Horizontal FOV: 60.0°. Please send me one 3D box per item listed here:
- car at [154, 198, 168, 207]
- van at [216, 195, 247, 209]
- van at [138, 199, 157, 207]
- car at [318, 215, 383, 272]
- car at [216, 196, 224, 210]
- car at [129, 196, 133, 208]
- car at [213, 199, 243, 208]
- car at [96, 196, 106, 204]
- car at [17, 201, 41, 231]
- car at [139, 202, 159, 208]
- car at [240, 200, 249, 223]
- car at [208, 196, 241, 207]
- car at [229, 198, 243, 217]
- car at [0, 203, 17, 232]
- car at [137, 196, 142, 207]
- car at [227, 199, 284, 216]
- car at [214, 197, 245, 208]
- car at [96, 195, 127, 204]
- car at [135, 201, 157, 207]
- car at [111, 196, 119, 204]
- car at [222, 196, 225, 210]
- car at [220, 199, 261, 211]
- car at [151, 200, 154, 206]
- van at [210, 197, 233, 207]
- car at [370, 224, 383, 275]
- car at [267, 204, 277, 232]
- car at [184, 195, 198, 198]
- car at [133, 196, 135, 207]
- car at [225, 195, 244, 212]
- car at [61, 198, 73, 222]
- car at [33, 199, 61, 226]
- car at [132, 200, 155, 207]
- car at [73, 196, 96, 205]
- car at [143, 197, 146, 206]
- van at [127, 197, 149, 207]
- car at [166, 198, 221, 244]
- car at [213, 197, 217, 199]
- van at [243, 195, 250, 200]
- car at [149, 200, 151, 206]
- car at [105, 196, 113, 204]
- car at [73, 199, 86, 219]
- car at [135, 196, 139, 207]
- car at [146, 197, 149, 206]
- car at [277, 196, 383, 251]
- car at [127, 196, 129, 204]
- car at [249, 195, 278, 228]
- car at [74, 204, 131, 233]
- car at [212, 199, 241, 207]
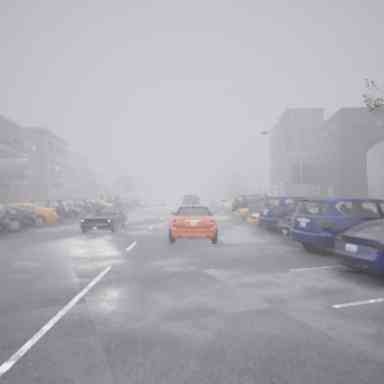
[{"bbox_3d":[-5.249,1.902,61.882,2.097,1.767,4.553,0,-2,1],"label":"car"},{"bbox_3d":[6.067,1.555,51.347,4.442,1.987,1.878,1,-1,-20],"label":"van"},{"bbox_3d":[-11.601,2.974,86.231,4.442,1.987,1.878,1,-4,-19],"label":"van"},{"bbox_3d":[6.350,1.532,9.442,4.792,1.488,2.163,1,0,-20],"label":"car"},{"bbox_3d":[6.026,1.592,39.355,5.366,1.575,1.946,1,-1,-20],"label":"car"},{"bbox_3d":[-11.632,1.725,48.195,4.892,1.521,2.231,-1,-1,-20],"label":"car"},{"bbox_3d":[6.170,1.954,57.372,4.674,1.452,2.002,1,-2,-20],"label":"car"},{"bbox_3d":[-11.581,1.534,33.528,5.008,1.535,2.097,-1,0,-20],"label":"car"},{"bbox_3d":[-11.470,1.488,18.852,4.892,1.521,2.231,-1,0,-20],"label":"car"},{"bbox_3d":[-11.451,3.431,89.167,4.892,1.521,2.231,1,-4,-19],"label":"car"},{"bbox_3d":[6.137,1.500,21.393,5.366,1.575,1.946,1,0,-20],"label":"car"},{"bbox_3d":[6.168,1.818,63.346,5.566,2.045,2.435,1,-1,-20],"label":"car"},{"bbox_3d":[6.089,1.509,27.386,5.366,1.575,1.946,1,0,-20],"label":"car"},{"bbox_3d":[-11.444,1.486,15.920,4.892,1.521,2.231,-1,0,-21],"label":"car"},{"bbox_3d":[-11.645,1.908,56.994,5.008,1.535,2.097,0,-2,-20],"label":"car"},{"bbox_3d":[6.402,1.544,33.499,5.366,1.575,1.946,1,-1,-20],"label":"car"},{"bbox_3d":[6.143,1.721,54.376,4.553,1.767,2.185,1,-2,-20],"label":"car"},{"bbox_3d":[-11.655,1.380,42.315,5.566,2.045,2.435,-1,-1,-20],"label":"car"},{"bbox_3d":[-11.522,2.992,83.338,4.892,1.521,2.231,0,-4,-20],"label":"car"},{"bbox_3d":[-11.788,1.590,39.331,5.366,1.575,1.946,-1,0,-20],"label":"car"},{"bbox_3d":[6.384,1.569,36.491,5.366,1.575,1.946,1,-1,-20],"label":"car"},{"bbox_3d":[6.161,1.666,42.396,4.792,1.488,2.163,1,-1,-20],"label":"car"},{"bbox_3d":[-11.586,2.480,74.577,5.008,1.535,2.097,0,-3,-20],"label":"car"},{"bbox_3d":[6.097,2.025,69.306,4.442,1.987,1.878,1,-2,-20],"label":"van"},{"bbox_3d":[6.309,1.502,6.421,4.892,1.521,2.231,1,0,-19],"label":"car"},{"bbox_3d":[6.343,1.505,15.460,4.892,1.521,2.231,1,0,-20],"label":"car"},{"bbox_3d":[-0.090,1.353,41.381,2.150,2.045,5.566,0,-1,0],"label":"car"},{"bbox_3d":[-11.611,1.653,51.136,4.553,1.767,2.185,0,-1,-20],"label":"car"},{"bbox_3d":[6.271,1.275,30.456,5.566,2.045,2.435,1,-1,-20],"label":"car"},{"bbox_3d":[-11.501,1.367,24.732,4.553,1.767,2.185,-1,0,-20],"label":"car"},{"bbox_3d":[-11.499,1.488,21.790,5.008,1.535,2.097,-1,0,-20],"label":"car"},{"bbox_3d":[-11.712,2.796,80.352,5.366,1.575,1.946,0,-4,-20],"label":"car"},{"bbox_3d":[-11.542,1.389,30.598,4.553,1.767,2.185,-1,0,-20],"label":"car"},{"bbox_3d":[-11.632,2.102,62.861,4.674,1.452,2.002,0,-2,-20],"label":"car"},{"bbox_3d":[-11.708,2.125,71.619,4.442,1.987,1.878,0,-2,-20],"label":"van"},{"bbox_3d":[0.049,1.359,16.093,2.097,1.767,4.553,0,0,0],"label":"car"},{"bbox_3d":[6.003,1.723,48.327,5.366,1.575,1.946,1,-1,-20],"label":"car"},{"bbox_3d":[6.397,1.284,24.499,4.442,1.987,1.878,1,0,-20],"label":"van"},{"bbox_3d":[-11.581,2.269,68.731,4.792,1.488,2.163,0,-2,-20],"label":"car"},{"bbox_3d":[-11.608,1.562,36.459,5.008,1.535,2.097,-1,-1,-20],"label":"car"},{"bbox_3d":[-11.555,1.541,27.664,4.674,1.452,2.002,-1,0,-20],"label":"car"},{"bbox_3d":[-11.614,1.871,54.076,4.792,1.488,2.163,0,-2,-20],"label":"car"},{"bbox_3d":[-11.624,2.187,65.798,4.674,1.452,2.002,0,-2,-20],"label":"car"},{"bbox_3d":[6.371,1.252,12.457,5.566,2.045,2.435,1,0,-20],"label":"car"},{"bbox_3d":[-11.627,1.673,45.258,4.892,1.521,2.231,-1,-1,-20],"label":"car"},{"bbox_3d":[6.362,1.254,18.476,5.566,2.045,2.435,1,0,-20],"label":"car"},{"bbox_3d":[-5.168,1.613,19.918,1.895,1.301,4.718,0,0,-1],"label":"car"},{"bbox_3d":[6.207,2.019,60.376,4.792,1.488,2.163,1,-2,-20],"label":"car"}]
